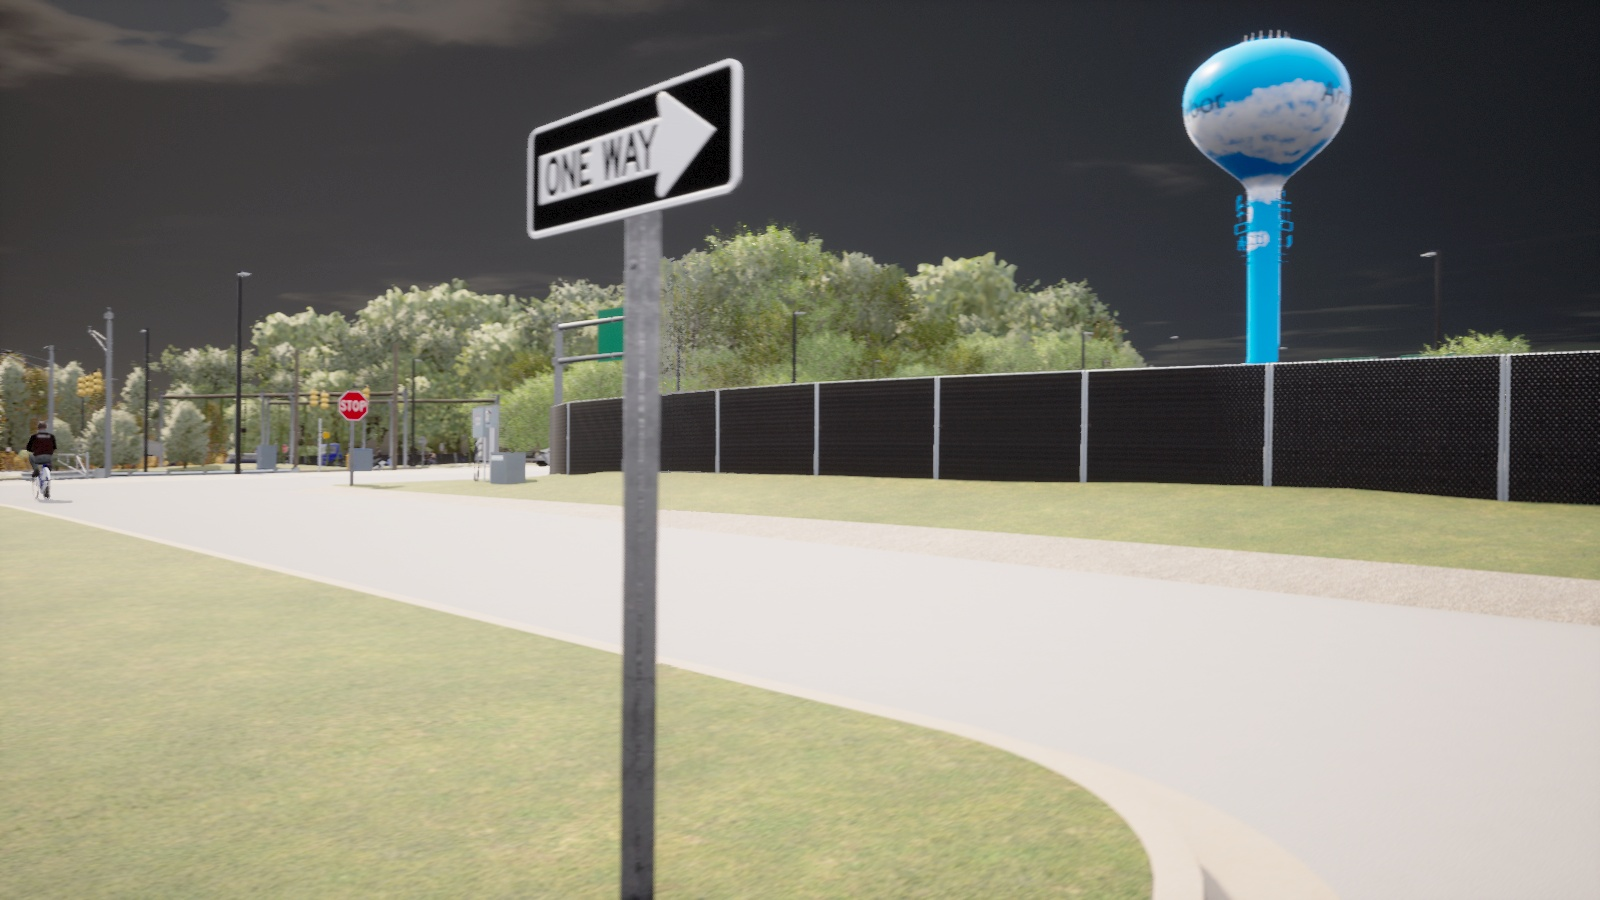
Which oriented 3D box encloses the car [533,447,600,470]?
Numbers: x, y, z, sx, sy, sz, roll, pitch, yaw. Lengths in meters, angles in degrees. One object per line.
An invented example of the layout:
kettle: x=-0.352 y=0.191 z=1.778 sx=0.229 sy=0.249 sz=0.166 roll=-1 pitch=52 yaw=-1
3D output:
car: x=-17.360 y=0.605 z=93.486 sx=4.514 sy=1.525 sz=2.007 roll=-2 pitch=1 yaw=-44

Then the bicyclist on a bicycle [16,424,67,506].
bicyclist on a bicycle: x=-16.976 y=0.328 z=28.085 sx=0.659 sy=1.776 sz=1.843 roll=0 pitch=0 yaw=-41
